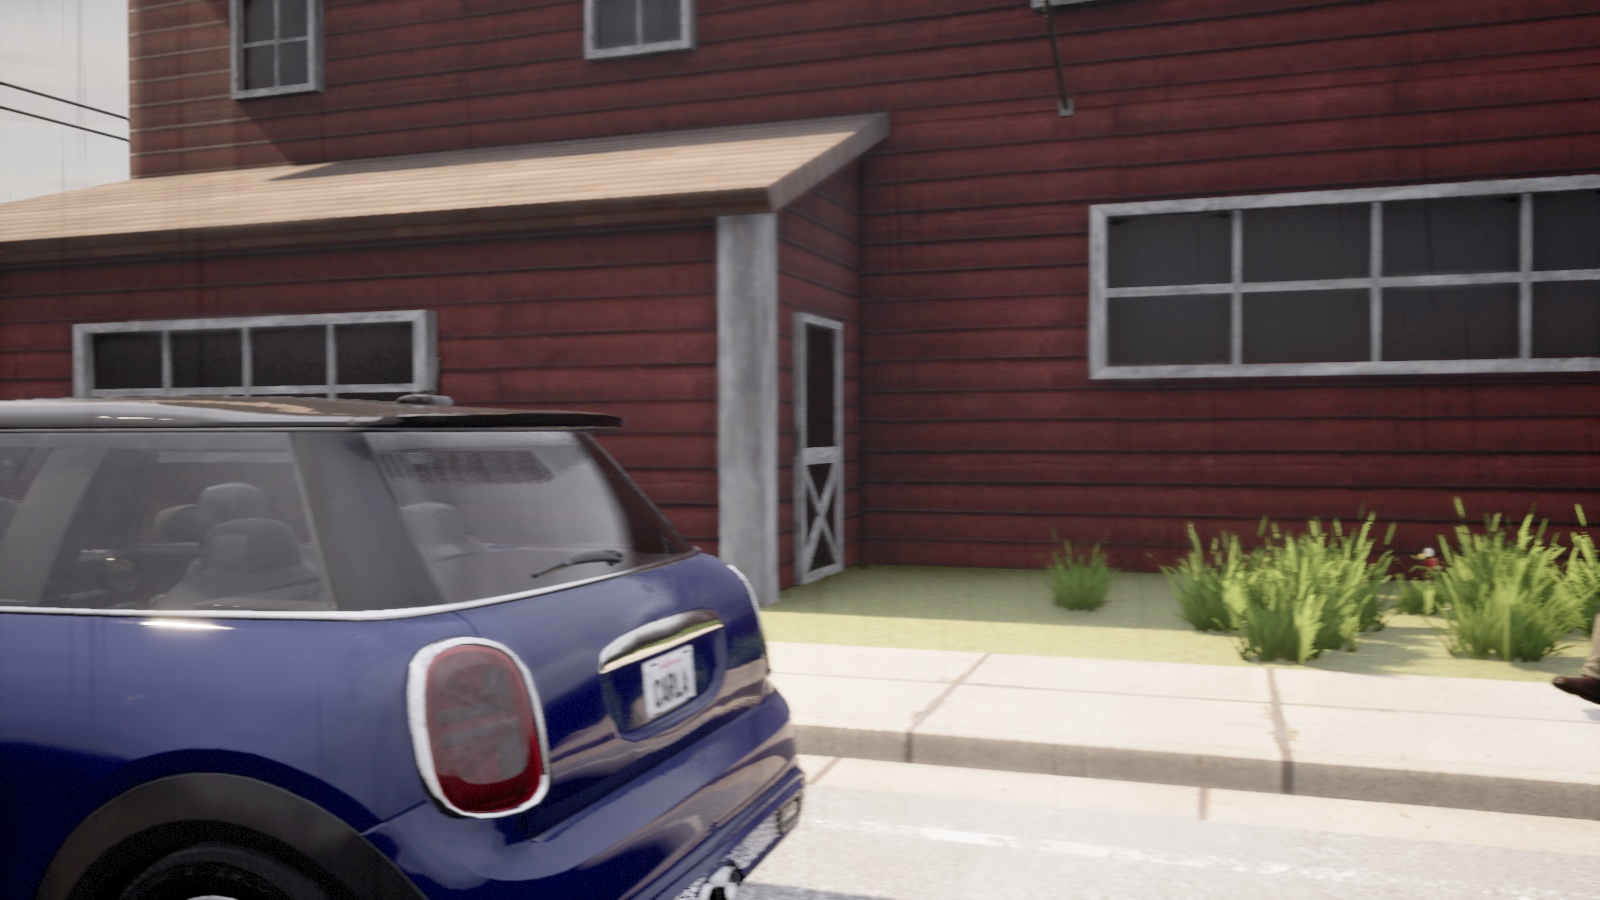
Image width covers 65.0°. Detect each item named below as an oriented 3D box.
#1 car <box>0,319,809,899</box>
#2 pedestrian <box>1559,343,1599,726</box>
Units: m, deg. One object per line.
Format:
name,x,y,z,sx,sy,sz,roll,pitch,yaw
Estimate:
car,-2.466,0.611,4.021,4.553,1.767,2.097,1,1,19
pedestrian,4.198,0.403,6.140,0.726,1.835,0.370,0,1,-3
